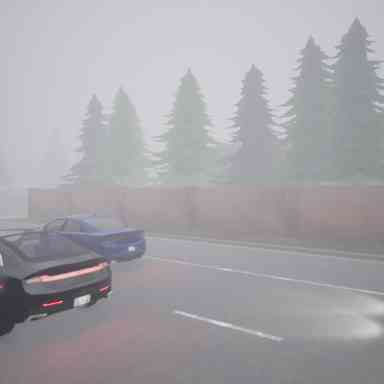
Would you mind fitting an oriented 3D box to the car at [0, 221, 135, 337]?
[{"bbox_3d":[-3.690,1.491,6.643,4.902,1.511,2.128,0,0,36],"label":"car"}]

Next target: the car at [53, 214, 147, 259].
[{"bbox_3d":[-3.732,1.476,10.985,5.008,1.535,1.882,0,0,36],"label":"car"}]
